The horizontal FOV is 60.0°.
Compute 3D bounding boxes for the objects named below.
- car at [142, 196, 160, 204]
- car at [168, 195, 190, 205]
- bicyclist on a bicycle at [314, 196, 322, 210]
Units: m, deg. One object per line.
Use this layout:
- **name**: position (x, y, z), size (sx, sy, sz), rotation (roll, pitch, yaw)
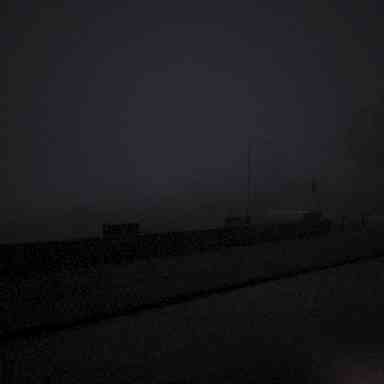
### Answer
- **car**: position (-8.183, 1.478, 65.443), size (1.882, 1.535, 5.008), rotation (0, 0, -35)
- **car**: position (-2.311, 1.352, 57.291), size (2.097, 1.767, 4.553), rotation (0, 0, -35)
- **bicyclist on a bicycle**: position (15.178, 1.349, 40.088), size (1.656, 1.620, 0.582), rotation (0, 0, -35)
